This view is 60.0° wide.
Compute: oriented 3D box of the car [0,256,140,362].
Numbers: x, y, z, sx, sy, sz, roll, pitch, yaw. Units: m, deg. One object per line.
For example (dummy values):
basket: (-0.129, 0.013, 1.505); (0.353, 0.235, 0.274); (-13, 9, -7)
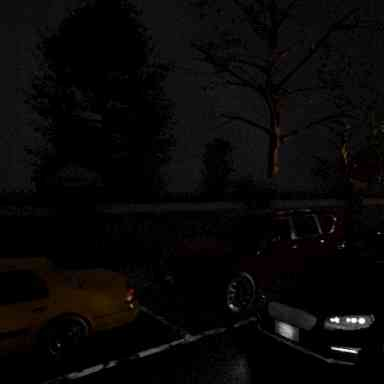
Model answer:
car: (-3.101, 1.525, 4.344); (4.829, 1.417, 1.752); (0, 0, -36)

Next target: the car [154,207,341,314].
car: (1.620, 1.320, 7.714); (5.009, 1.841, 2.192); (0, 0, -36)

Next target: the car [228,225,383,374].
car: (3.198, 1.496, 5.641); (4.902, 1.511, 2.128); (0, 0, -35)
